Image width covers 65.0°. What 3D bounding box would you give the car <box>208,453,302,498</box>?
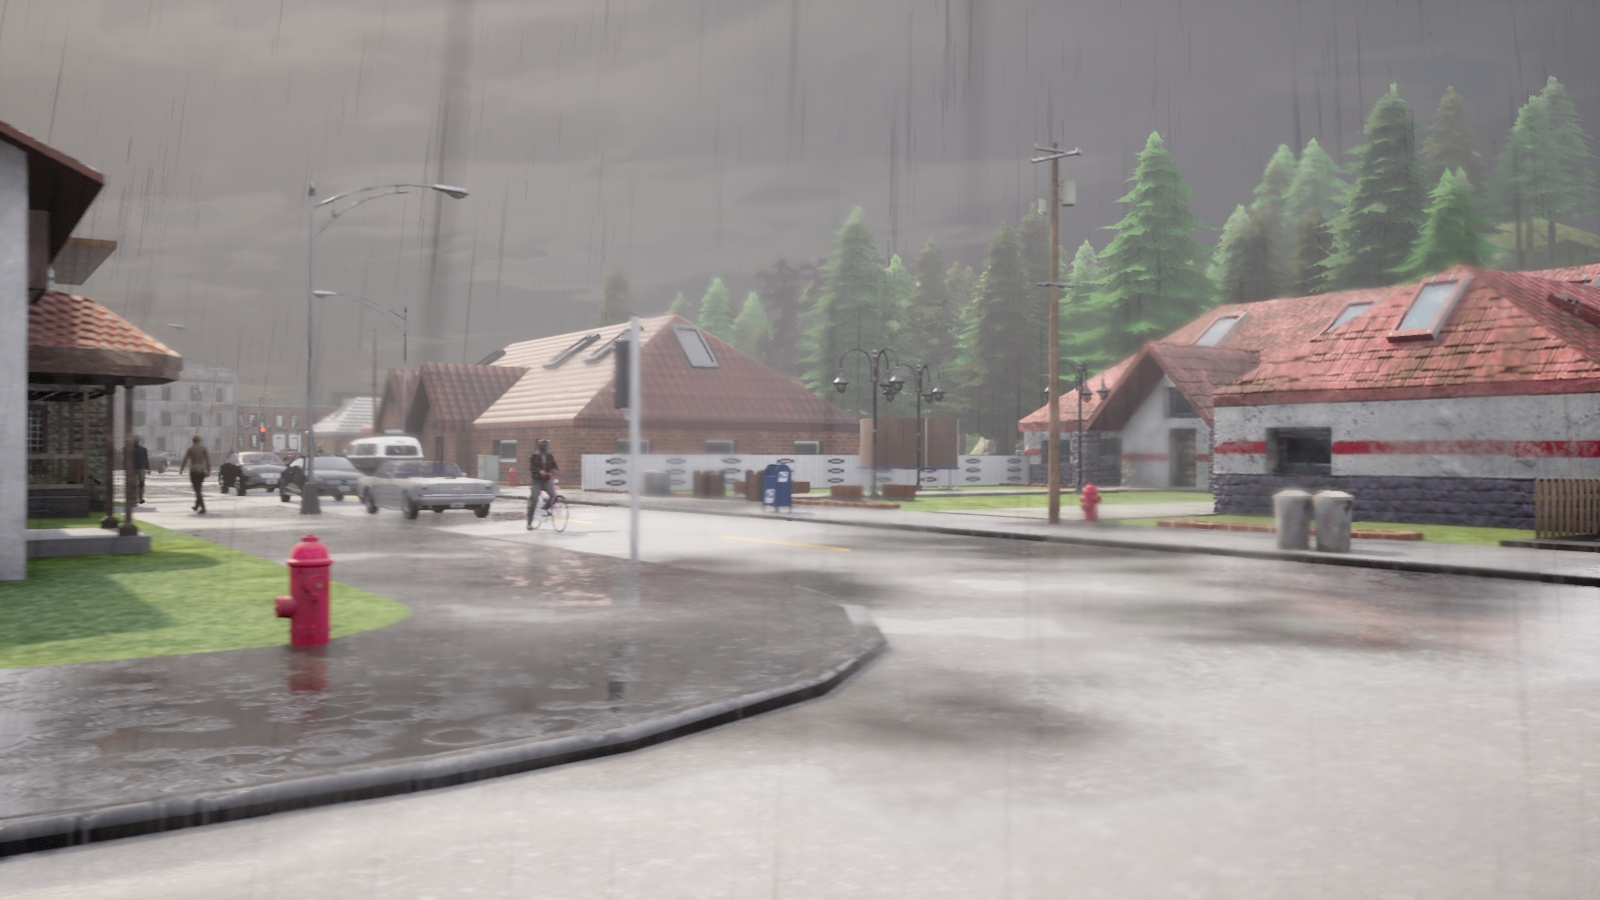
[{"bbox_3d":[-19.449,0.861,44.708,2.128,1.511,4.902,0,0,-35],"label":"car"}]

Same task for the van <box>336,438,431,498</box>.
[{"bbox_3d":[-15.133,0.625,45.513,2.069,2.038,4.480,0,0,-35],"label":"van"}]

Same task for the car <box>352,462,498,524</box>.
[{"bbox_3d":[-8.921,0.946,29.600,1.895,1.301,4.718,0,0,-35],"label":"car"}]

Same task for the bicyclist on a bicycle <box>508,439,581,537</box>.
[{"bbox_3d":[-4.849,0.693,23.740,0.659,1.776,1.843,0,0,-35],"label":"bicyclist on a bicycle"}]

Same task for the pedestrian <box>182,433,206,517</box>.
[{"bbox_3d":[-13.545,0.557,28.061,0.331,1.846,0.634,0,0,-42],"label":"pedestrian"}]

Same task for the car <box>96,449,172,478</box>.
[{"bbox_3d":[-44.168,0.870,83.410,1.932,1.855,4.605,1,0,11],"label":"car"}]

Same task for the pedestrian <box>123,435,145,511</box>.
[{"bbox_3d":[-16.355,0.569,30.852,0.402,1.842,0.726,0,0,-34],"label":"pedestrian"}]

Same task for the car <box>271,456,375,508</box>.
[{"bbox_3d":[-14.146,0.901,37.097,1.812,1.442,4.674,0,0,-35],"label":"car"}]
